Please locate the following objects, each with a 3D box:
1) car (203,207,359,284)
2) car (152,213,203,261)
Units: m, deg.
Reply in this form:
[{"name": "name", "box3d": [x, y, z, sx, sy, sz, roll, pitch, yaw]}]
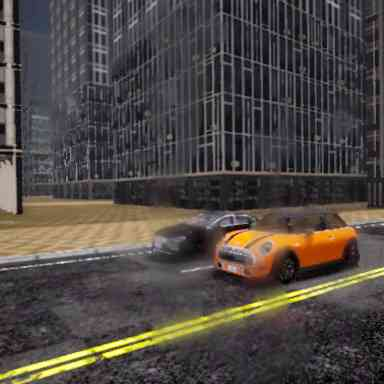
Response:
[{"name": "car", "box3d": [2.844, 1.345, 9.705, 4.553, 1.767, 2.097, 0, 0, -35]}, {"name": "car", "box3d": [0.893, 1.486, 12.305, 4.902, 1.511, 2.128, 0, 0, -36]}]
